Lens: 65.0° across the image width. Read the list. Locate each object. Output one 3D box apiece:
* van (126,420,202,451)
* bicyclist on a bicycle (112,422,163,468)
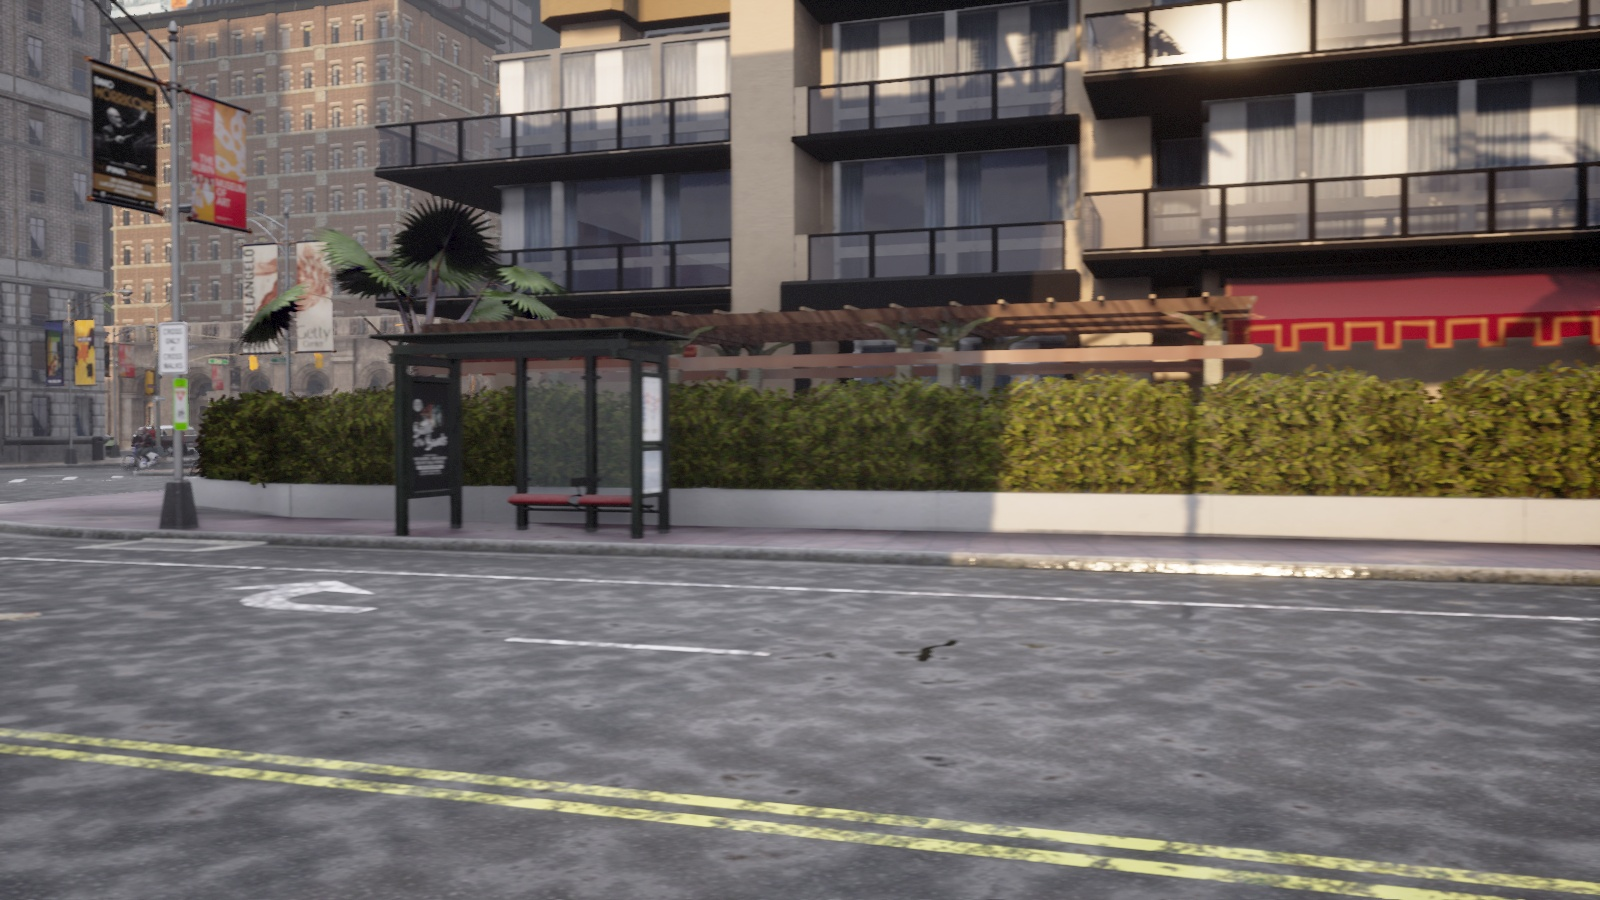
[{"bbox_3d":[-43.654,-0.996,86.204,4.480,2.038,2.069,0,1,18],"label":"van"},{"bbox_3d":[-26.241,-0.198,49.777,0.659,1.776,1.843,1,1,18],"label":"bicyclist on a bicycle"}]
